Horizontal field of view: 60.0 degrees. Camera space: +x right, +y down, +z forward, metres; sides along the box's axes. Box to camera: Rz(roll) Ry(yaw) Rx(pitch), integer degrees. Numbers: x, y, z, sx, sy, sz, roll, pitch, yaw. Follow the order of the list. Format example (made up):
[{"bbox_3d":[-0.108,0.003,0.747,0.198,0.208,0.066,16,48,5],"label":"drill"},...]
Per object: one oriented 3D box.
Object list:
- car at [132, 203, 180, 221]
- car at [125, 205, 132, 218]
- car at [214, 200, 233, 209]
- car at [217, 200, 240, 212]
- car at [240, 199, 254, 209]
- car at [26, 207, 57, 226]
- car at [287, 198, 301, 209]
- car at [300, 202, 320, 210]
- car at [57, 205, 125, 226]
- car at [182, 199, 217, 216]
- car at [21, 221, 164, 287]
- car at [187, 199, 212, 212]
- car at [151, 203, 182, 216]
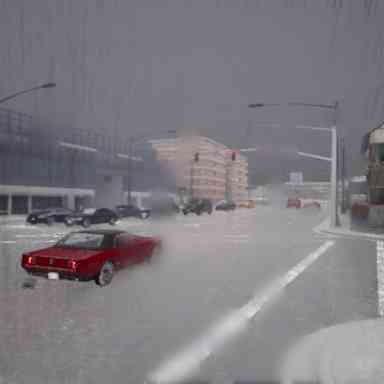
[{"bbox_3d":[-3.459,2.046,33.544,2.128,1.511,4.902,1,0,26],"label":"car"},{"bbox_3d":[-7.037,2.032,34.192,1.812,1.442,4.674,1,-1,26],"label":"car"},{"bbox_3d":[5.720,2.220,60.212,1.812,1.442,4.674,1,0,26],"label":"car"},{"bbox_3d":[5.272,2.221,51.452,2.033,1.411,5.357,1,0,26],"label":"car"},{"bbox_3d":[9.843,2.115,60.693,2.097,1.767,4.553,1,-1,26],"label":"car"},{"bbox_3d":[-10.860,1.866,26.333,1.994,1.385,4.181,1,-1,26],"label":"car"},{"bbox_3d":[20.126,2.263,65.570,2.150,2.045,5.566,1,-1,26],"label":"car"},{"bbox_3d":[21.347,2.560,60.086,1.895,1.301,4.718,1,-1,26],"label":"car"},{"bbox_3d":[-7.506,1.874,25.231,1.812,1.442,4.674,1,-1,26],"label":"car"},{"bbox_3d":[0.775,1.877,42.238,2.150,2.045,5.566,1,0,26],"label":"car"},{"bbox_3d":[-2.550,1.768,10.016,1.895,1.301,4.718,1,-1,20],"label":"car"},{"bbox_3d":[1.202,1.989,51.091,2.097,1.767,4.553,1,0,25],"label":"car"},{"bbox_3d":[-3.157,2.134,42.158,1.812,1.442,4.674,1,0,26],"label":"car"}]
